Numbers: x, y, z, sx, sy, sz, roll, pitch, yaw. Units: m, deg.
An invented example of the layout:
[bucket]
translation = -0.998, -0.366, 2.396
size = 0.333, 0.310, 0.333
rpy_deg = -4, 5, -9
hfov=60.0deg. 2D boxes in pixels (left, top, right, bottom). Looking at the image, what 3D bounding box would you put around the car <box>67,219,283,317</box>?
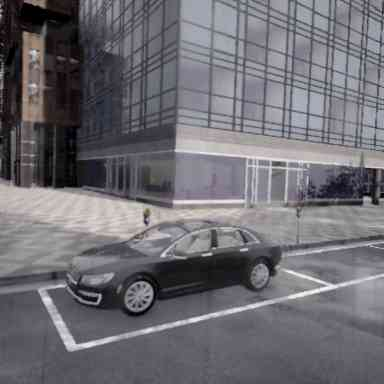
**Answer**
[car]
translation = -0.125, 1.243, 6.568
size = 4.403, 1.369, 2.008
rpy_deg = 1, 3, -33
